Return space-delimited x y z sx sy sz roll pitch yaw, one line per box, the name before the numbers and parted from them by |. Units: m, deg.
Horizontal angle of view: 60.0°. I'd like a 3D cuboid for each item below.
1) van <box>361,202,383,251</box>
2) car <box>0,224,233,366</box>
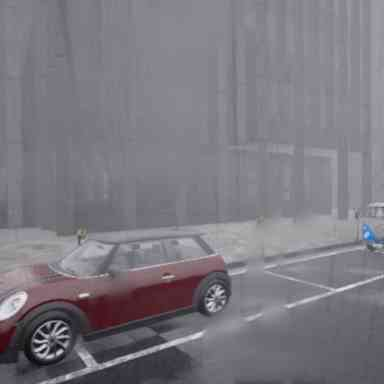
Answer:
van | 7.864 1.245 12.251 3.998 1.788 1.690 0 0 -35
car | -1.317 1.425 5.711 4.097 1.590 1.967 -1 0 -35
